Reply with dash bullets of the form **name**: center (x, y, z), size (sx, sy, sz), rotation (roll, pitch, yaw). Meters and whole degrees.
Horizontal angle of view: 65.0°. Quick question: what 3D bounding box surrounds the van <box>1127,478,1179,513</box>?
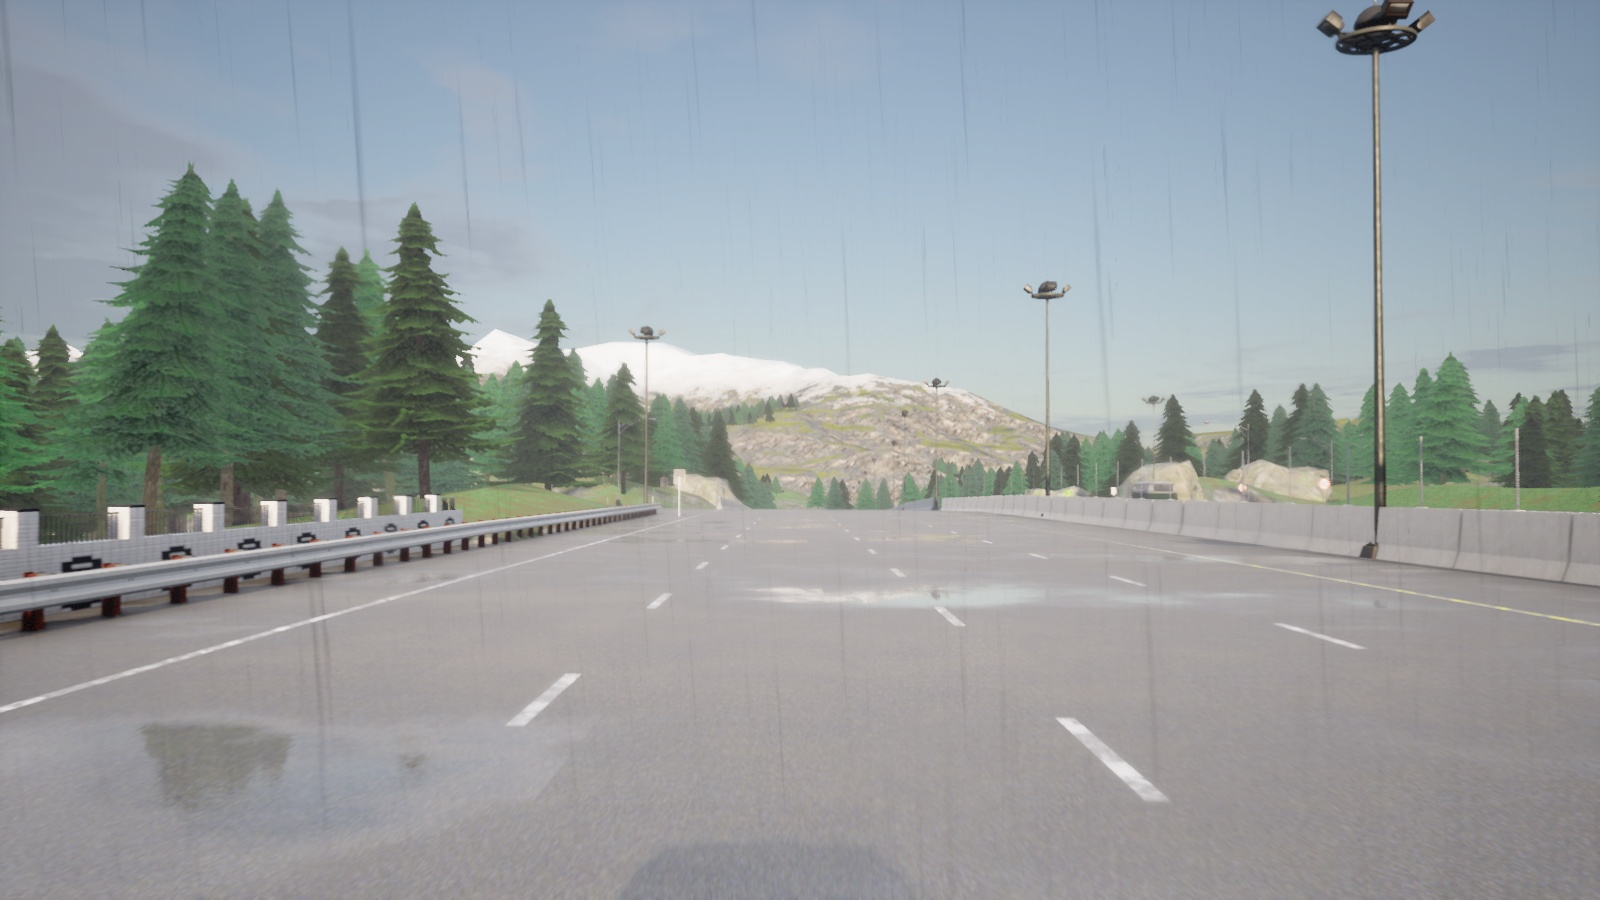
- **van**: center (20.822, 2.687, 74.200), size (1.775, 1.987, 4.442), rotation (0, -2, 0)
